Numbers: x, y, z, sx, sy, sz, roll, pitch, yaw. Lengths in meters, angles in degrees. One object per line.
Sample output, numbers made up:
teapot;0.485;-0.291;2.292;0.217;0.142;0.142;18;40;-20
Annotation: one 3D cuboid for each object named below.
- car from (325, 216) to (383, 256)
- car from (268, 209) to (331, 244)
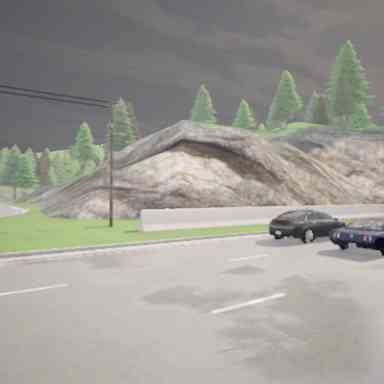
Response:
car;7.821;1.730;13.743;4.718;1.301;1.895;1;0;-35
car;5.948;1.638;16.703;4.892;1.490;1.837;0;0;-35
